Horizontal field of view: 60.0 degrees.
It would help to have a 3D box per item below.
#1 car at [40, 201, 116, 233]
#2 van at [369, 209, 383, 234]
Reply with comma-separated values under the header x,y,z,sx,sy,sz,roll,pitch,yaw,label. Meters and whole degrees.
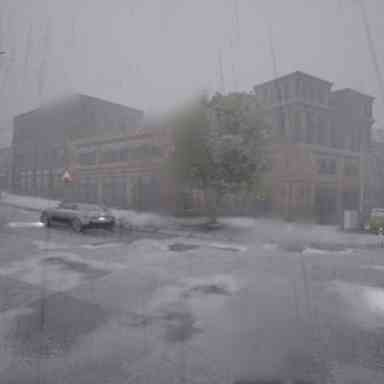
x,y,z,sx,sy,sz,roll,pitch,yaw,label
-5.747,1.130,16.677,4.181,1.385,1.994,3,1,38,car
15.839,2.288,24.865,4.442,1.987,1.878,1,-3,34,van
